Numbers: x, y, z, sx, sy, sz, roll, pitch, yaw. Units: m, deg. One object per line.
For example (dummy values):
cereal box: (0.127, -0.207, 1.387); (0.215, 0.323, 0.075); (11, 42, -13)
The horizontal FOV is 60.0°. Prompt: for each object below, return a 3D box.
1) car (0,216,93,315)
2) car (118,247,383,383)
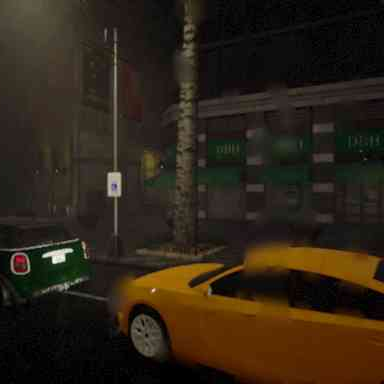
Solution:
car: (-4.534, 1.339, 7.562); (4.553, 1.767, 2.097); (0, 0, 27)
car: (1.246, 1.475, 4.265); (5.008, 1.535, 1.882); (0, 0, 33)
